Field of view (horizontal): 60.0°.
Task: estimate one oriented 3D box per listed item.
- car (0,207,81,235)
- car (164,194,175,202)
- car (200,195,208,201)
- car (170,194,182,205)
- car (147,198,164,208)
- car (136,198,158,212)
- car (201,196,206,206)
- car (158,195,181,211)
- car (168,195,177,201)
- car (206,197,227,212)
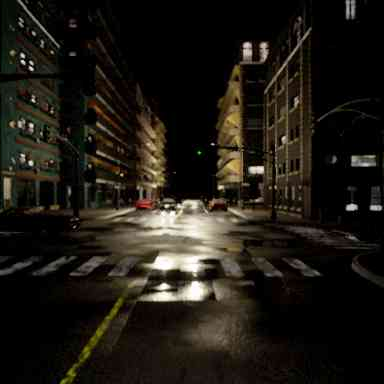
[{"bbox_3d":[-8.346,1.476,17.306,4.718,1.301,1.895,1,0,0],"label":"car"},{"bbox_3d":[-5.328,1.373,78.217,2.192,1.841,5.009,0,0,0],"label":"car"},{"bbox_3d":[3.102,1.627,89.509,2.008,1.369,4.403,0,0,0],"label":"car"},{"bbox_3d":[-2.766,1.601,59.503,1.994,1.385,4.181,0,0,1],"label":"car"},{"bbox_3d":[-5.459,1.578,49.894,2.008,1.369,4.403,0,0,0],"label":"car"},{"bbox_3d":[-5.596,1.562,39.792,1.887,1.381,4.507,0,0,0],"label":"car"},{"bbox_3d":[2.947,1.601,55.522,1.947,1.339,4.313,0,0,0],"label":"car"},{"bbox_3d":[-2.898,1.510,41.302,2.128,1.511,4.902,0,0,0],"label":"car"},{"bbox_3d":[-5.278,1.625,89.546,2.008,1.369,4.403,0,0,0],"label":"car"},{"bbox_3d":[2.982,1.459,38.531,1.967,1.590,4.097,0,0,0],"label":"car"}]
